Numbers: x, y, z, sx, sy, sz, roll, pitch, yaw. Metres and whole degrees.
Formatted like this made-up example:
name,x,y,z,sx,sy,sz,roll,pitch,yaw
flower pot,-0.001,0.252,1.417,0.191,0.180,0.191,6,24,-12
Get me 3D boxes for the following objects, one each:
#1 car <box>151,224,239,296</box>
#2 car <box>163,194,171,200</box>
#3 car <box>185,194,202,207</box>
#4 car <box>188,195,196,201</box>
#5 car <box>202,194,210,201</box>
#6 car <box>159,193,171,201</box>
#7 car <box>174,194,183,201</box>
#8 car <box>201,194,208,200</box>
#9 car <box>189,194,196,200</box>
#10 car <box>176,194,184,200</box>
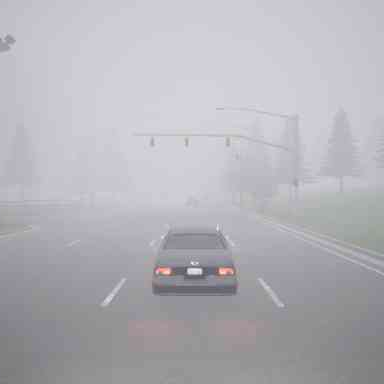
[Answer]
name,x,y,z,sx,sy,sz,roll,pitch,yaw
car,0.071,1.547,8.800,2.033,1.411,5.357,0,0,0
car,-6.953,1.385,93.906,1.994,1.385,4.181,0,0,0
car,0.024,1.352,52.839,2.097,1.767,4.553,0,0,0
car,0.042,1.531,83.482,2.033,1.411,5.357,0,0,0
car,3.542,1.492,83.481,1.837,1.490,4.892,0,0,0
car,-6.958,1.217,83.516,2.150,2.045,5.566,0,0,0
car,-3.458,1.517,83.901,1.812,1.442,4.674,0,0,0
car,3.547,1.310,93.901,1.882,1.535,5.008,0,0,0
car,0.047,1.310,93.902,1.882,1.535,5.008,0,0,0
car,-3.453,1.358,93.904,2.128,1.511,4.902,0,0,0
